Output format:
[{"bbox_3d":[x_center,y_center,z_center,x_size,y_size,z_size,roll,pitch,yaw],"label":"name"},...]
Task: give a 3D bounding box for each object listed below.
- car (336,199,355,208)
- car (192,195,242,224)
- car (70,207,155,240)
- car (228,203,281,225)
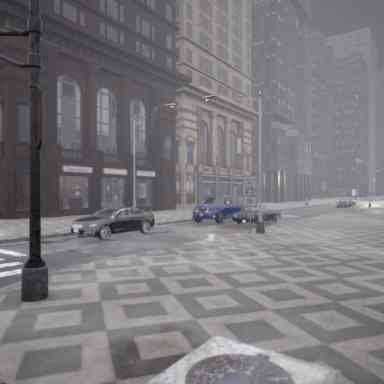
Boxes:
[{"bbox_3d":[23.147,1.753,49.845,1.895,1.301,4.718,0,0,36],"label":"car"},{"bbox_3d":[2.253,1.295,26.135,2.150,2.045,5.566,0,0,35],"label":"car"},{"bbox_3d":[-3.995,1.533,17.409,2.128,1.511,4.902,0,0,34],"label":"car"},{"bbox_3d":[4.800,1.669,24.188,1.895,1.301,4.718,0,0,36],"label":"car"}]
